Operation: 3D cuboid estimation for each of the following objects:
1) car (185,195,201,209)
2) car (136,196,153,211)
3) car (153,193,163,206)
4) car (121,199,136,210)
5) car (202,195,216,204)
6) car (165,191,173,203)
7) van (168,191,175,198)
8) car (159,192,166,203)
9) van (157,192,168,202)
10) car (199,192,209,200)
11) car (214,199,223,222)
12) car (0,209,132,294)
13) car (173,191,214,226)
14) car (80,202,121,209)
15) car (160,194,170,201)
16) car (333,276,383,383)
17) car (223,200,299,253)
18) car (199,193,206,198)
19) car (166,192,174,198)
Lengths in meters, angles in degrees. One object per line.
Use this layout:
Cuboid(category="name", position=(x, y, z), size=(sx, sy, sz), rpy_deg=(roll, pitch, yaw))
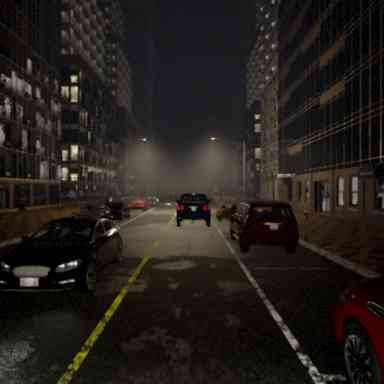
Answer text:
Cuboid(category="car", position=(0.092, 1.235, 41.679), size=(1.837, 1.490, 4.892), rpy_deg=(0, 1, 0))
Cuboid(category="car", position=(-5.694, 1.349, 36.079), size=(1.802, 1.307, 4.206), rpy_deg=(0, 0, 0))
Cuboid(category="car", position=(-5.696, 1.240, 47.464), size=(2.008, 1.369, 4.403), rpy_deg=(0, 0, 0))
Cuboid(category="car", position=(-5.692, 1.409, 24.696), size=(1.947, 1.339, 4.313), rpy_deg=(0, 0, 0))
Cuboid(category="car", position=(2.684, 1.216, 53.145), size=(1.947, 1.339, 4.313), rpy_deg=(0, 0, 0))
Cuboid(category="car", position=(-3.021, 1.103, 56.796), size=(1.882, 1.535, 5.008), rpy_deg=(0, 0, 0))
Cuboid(category="van", position=(-5.702, 0.704, 93.000), size=(1.690, 1.788, 3.998), rpy_deg=(0, 0, 0))
Cuboid(category="car", position=(-5.698, 1.155, 58.848), size=(1.887, 1.381, 4.507), rpy_deg=(0, 0, 0))
Cuboid(category="van", position=(-5.698, 0.911, 64.539), size=(1.690, 1.788, 3.998), rpy_deg=(0, 0, 0))
Cuboid(category="car", position=(2.681, 0.929, 75.911), size=(1.967, 1.590, 4.097), rpy_deg=(0, 0, 0))
Cuboid(category="car", position=(2.689, 1.368, 24.854), size=(1.752, 1.417, 4.829), rpy_deg=(0, 0, 0))
Cuboid(category="car", position=(-3.102, 1.436, 8.795), size=(2.128, 1.511, 4.902), rpy_deg=(0, 0, 0))
Cuboid(category="car", position=(0.097, 1.081, 22.384), size=(2.150, 2.045, 5.566), rpy_deg=(0, 1, 0))
Cuboid(category="car", position=(-5.691, 1.431, 19.003), size=(2.008, 1.369, 4.403), rpy_deg=(0, 0, 0))
Cuboid(category="car", position=(-5.700, 1.111, 70.233), size=(1.802, 1.307, 4.206), rpy_deg=(0, 0, 0))
Cuboid(category="car", position=(2.694, 1.303, 1.915), size=(2.192, 1.841, 5.009), rpy_deg=(0, 0, 0))
Cuboid(category="car", position=(2.692, 1.232, 13.300), size=(2.192, 1.841, 5.009), rpy_deg=(0, 0, 0))
Cuboid(category="car", position=(2.678, 0.988, 87.296), size=(1.802, 1.307, 4.206), rpy_deg=(0, 0, 0))
Cuboid(category="car", position=(-5.702, 0.845, 87.307), size=(1.967, 1.590, 4.097), rpy_deg=(0, 0, 0))
